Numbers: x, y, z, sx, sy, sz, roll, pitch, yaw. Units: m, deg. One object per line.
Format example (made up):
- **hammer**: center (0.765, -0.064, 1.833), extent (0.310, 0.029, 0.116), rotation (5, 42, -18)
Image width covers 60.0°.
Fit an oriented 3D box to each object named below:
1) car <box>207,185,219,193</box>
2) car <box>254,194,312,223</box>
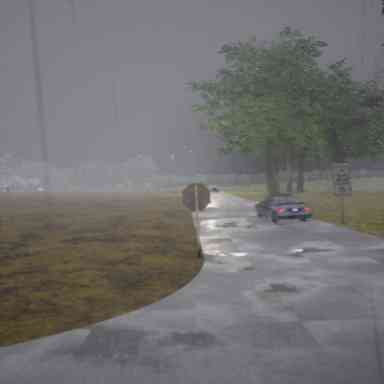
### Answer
- **car**: center (3.571, -0.549, 59.840), extent (1.812, 1.442, 4.674), rotation (-3, 2, -1)
- **car**: center (4.871, 0.832, 18.542), extent (2.033, 1.411, 5.357), rotation (-3, 2, -2)
